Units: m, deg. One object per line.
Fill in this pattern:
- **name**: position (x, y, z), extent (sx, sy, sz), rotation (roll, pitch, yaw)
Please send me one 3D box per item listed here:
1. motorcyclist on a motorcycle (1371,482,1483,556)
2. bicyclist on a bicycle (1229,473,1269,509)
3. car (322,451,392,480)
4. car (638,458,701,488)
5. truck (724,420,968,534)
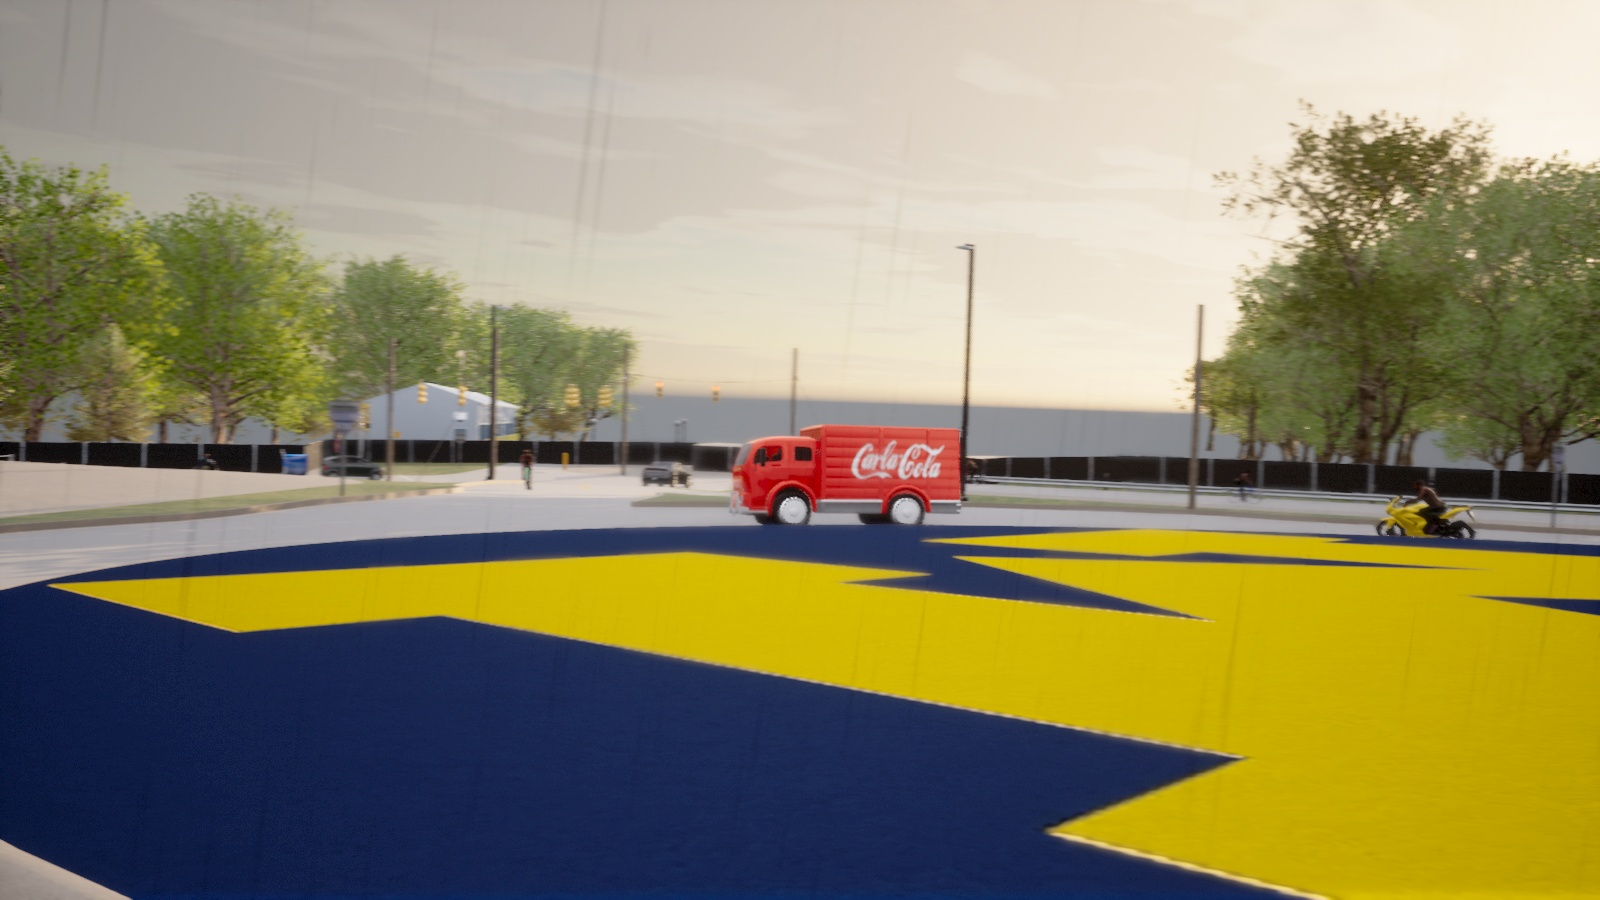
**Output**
- **motorcyclist on a motorcycle**: position (13.781, 1.499, 27.642), extent (2.044, 1.523, 0.797), rotation (1, -2, 40)
- **bicyclist on a bicycle**: position (21.423, 1.940, 59.878), extent (1.656, 1.620, 0.582), rotation (3, 2, 42)
- **car**: position (-26.708, 0.931, 75.703), extent (3.705, 1.549, 1.789), rotation (2, 2, -28)
- **car**: position (-7.263, 1.306, 70.536), extent (2.128, 1.511, 4.902), rotation (3, -1, 11)
- **truck**: position (1.026, 0.674, 29.702), extent (5.204, 2.467, 2.627), rotation (1, -2, -14)
